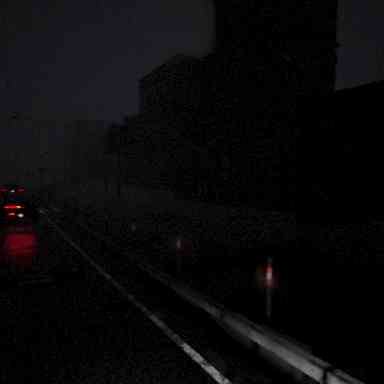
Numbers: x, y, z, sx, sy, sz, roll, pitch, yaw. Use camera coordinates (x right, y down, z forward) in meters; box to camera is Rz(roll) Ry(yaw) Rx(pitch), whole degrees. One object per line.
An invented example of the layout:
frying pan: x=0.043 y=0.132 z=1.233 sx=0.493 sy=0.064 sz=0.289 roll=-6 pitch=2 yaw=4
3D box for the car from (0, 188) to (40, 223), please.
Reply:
car: x=-9.957 y=0.801 z=19.202 sx=1.837 sy=1.490 sz=4.892 roll=-1 pitch=4 yaw=-29

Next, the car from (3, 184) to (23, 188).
car: x=-19.025 y=-0.191 z=35.351 sx=1.994 sy=1.385 sz=4.181 roll=-1 pitch=4 yaw=-29
